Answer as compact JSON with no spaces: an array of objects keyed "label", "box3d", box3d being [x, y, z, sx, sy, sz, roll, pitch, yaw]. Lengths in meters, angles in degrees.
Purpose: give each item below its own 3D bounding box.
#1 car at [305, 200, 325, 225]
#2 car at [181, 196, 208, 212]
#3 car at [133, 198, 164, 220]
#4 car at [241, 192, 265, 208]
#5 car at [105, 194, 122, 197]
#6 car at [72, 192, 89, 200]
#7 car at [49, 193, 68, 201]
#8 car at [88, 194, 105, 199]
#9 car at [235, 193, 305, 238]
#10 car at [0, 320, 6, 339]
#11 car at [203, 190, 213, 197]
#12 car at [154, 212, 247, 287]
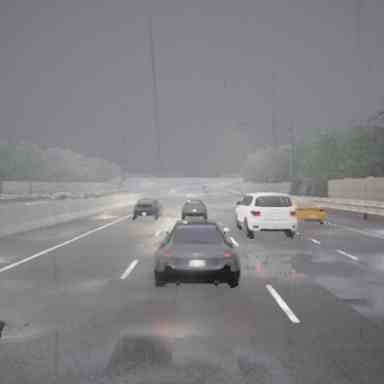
[{"label":"car","box3d":[7.165,1.255,22.178,1.882,1.535,5.008,0,1,0]},{"label":"car","box3d":[0.188,1.301,26.176,1.994,1.385,4.181,0,1,0]},{"label":"car","box3d":[-3.316,1.248,25.532,1.837,1.490,4.892,0,1,0]},{"label":"car","box3d":[7.292,0.946,40.234,2.097,1.767,4.553,0,1,1]},{"label":"car","box3d":[-13.623,0.980,60.040,1.895,1.301,4.718,0,1,1]},{"label":"car","box3d":[-20.587,0.710,61.963,2.097,1.767,4.553,0,1,1]},{"label":"car","box3d":[-24.115,0.876,60.152,2.128,1.511,4.902,0,1,1]},{"label":"car","box3d":[-17.086,0.959,61.855,1.895,1.301,4.718,0,1,1]},{"label":"car","box3d":[3.539,1.053,16.683,2.150,2.045,5.566,0,1,0]},{"label":"car","box3d":[-3.398,1.526,1.930,2.033,1.411,5.357,0,1,0]},{"label":"car","box3d":[4.285,0.702,84.850,1.895,1.301,4.718,0,1,1]},{"label":"car","box3d":[0.117,1.469,9.094,1.994,1.385,4.181,0,1,0]}]
